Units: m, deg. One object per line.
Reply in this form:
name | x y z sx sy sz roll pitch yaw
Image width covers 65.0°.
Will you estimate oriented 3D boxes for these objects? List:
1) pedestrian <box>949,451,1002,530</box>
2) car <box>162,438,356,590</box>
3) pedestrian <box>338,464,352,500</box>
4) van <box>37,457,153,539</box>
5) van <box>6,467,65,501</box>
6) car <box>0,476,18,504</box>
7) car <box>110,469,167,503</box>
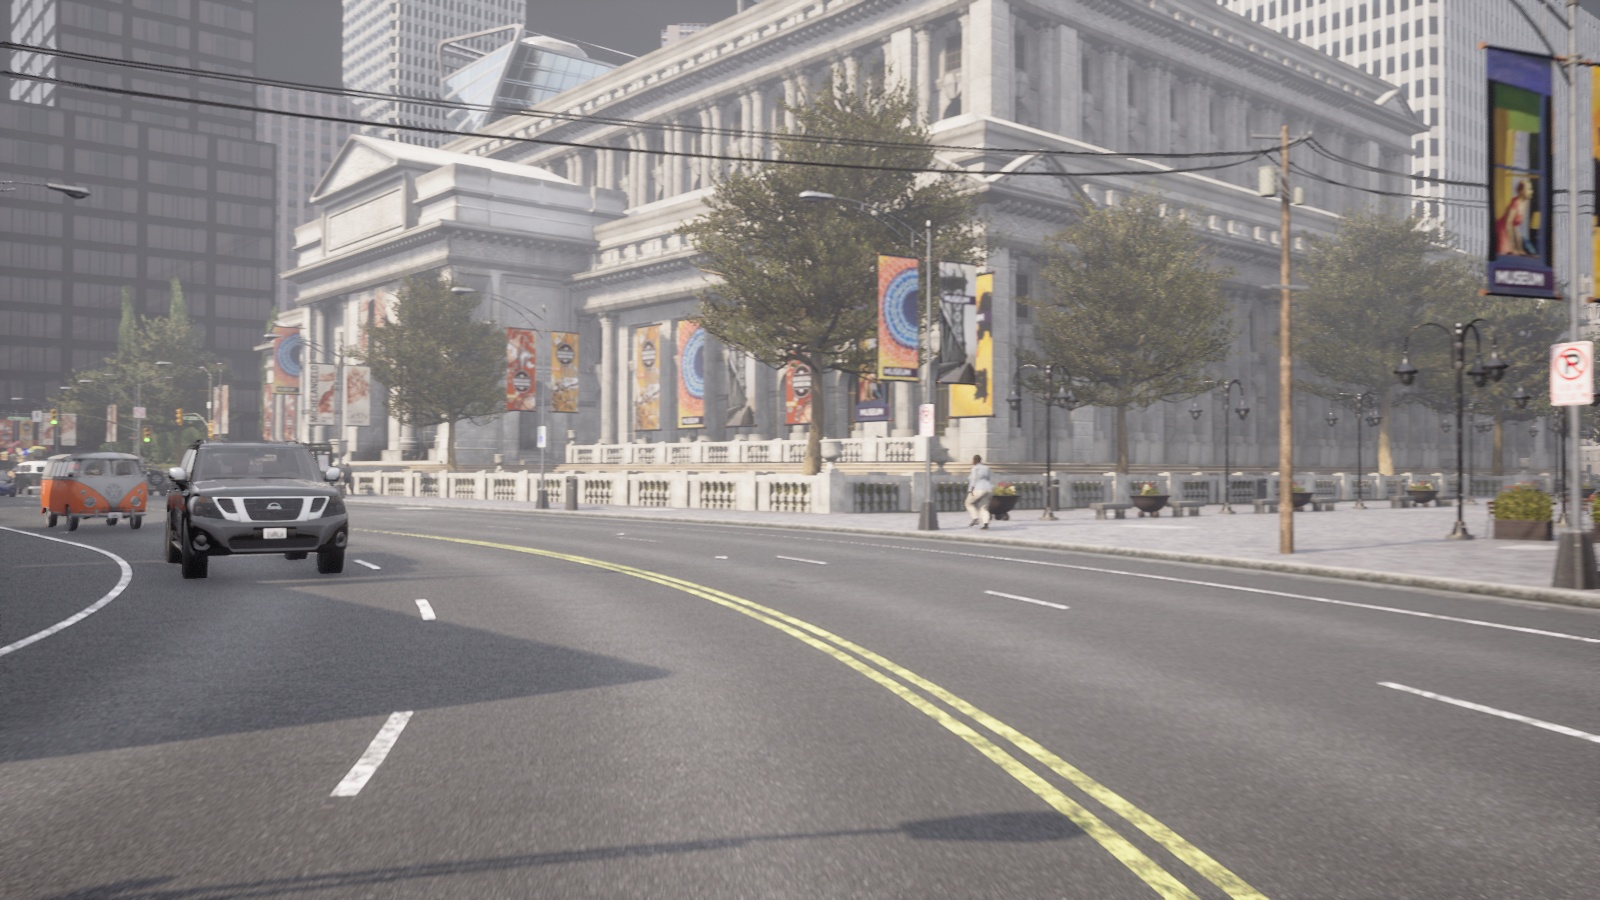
pedestrian | 4.195 0.954 30.078 0.874 1.855 0.900 0 -1 -34
car | -8.705 0.911 19.874 2.150 2.045 5.566 0 -1 -30
pedestrian | -24.913 1.750 68.766 0.788 1.949 0.423 -1 -1 40
van | -18.521 1.213 32.900 1.775 1.987 4.442 1 -1 -41
van | -46.314 2.048 76.042 2.069 2.038 4.480 1 -2 -44
car | -44.447 2.192 68.706 2.163 1.488 4.792 1 -1 -40
car | -37.772 2.024 71.668 1.932 1.855 4.605 1 -1 -40
